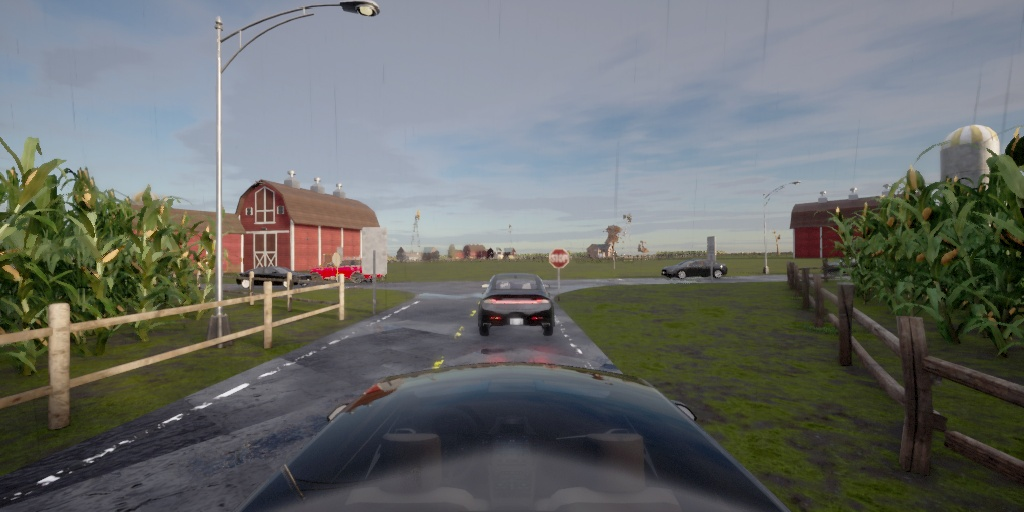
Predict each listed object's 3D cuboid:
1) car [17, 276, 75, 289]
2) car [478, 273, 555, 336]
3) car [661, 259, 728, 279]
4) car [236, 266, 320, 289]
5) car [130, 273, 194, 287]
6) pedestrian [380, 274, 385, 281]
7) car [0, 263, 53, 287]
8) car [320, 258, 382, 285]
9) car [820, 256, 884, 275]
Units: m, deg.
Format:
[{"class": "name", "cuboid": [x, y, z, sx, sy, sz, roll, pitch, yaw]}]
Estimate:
[{"class": "car", "cuboid": [-36.869, 1.853, 28.400, 4.674, 1.442, 1.812, -1, -1, 11]}, {"class": "car", "cuboid": [0.106, 1.243, 10.382, 2.128, 1.511, 4.902, 0, 0, 0]}, {"class": "car", "cuboid": [14.202, 1.009, 28.033, 4.892, 1.490, 1.837, -1, 0, -4]}, {"class": "car", "cuboid": [-16.860, 1.473, 25.555, 5.008, 1.535, 1.882, -1, -1, 5]}, {"class": "car", "cuboid": [-26.747, 1.707, 26.676, 5.357, 1.411, 2.033, -1, -1, 8]}, {"class": "pedestrian", "cuboid": [-11.179, 1.241, 30.987, 0.375, 1.860, 0.375, 0, 0, 4]}, {"class": "car", "cuboid": [-45.988, 1.732, 33.295, 5.566, 2.045, 2.150, -1, -1, 15]}, {"class": "car", "cuboid": [-13.130, 1.185, 28.177, 5.566, 2.045, 2.150, -1, -1, 4]}, {"class": "car", "cuboid": [27.976, 0.744, 29.366, 5.008, 1.535, 1.882, -1, 0, -8]}]
